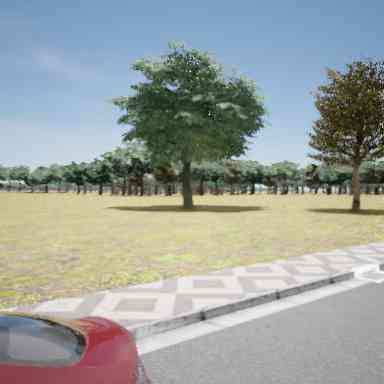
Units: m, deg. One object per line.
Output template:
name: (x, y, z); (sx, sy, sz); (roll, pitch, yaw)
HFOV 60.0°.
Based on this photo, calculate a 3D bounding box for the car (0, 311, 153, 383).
car: (-2.402, 1.526, 1.664); (4.674, 1.442, 1.812); (0, 0, -35)
